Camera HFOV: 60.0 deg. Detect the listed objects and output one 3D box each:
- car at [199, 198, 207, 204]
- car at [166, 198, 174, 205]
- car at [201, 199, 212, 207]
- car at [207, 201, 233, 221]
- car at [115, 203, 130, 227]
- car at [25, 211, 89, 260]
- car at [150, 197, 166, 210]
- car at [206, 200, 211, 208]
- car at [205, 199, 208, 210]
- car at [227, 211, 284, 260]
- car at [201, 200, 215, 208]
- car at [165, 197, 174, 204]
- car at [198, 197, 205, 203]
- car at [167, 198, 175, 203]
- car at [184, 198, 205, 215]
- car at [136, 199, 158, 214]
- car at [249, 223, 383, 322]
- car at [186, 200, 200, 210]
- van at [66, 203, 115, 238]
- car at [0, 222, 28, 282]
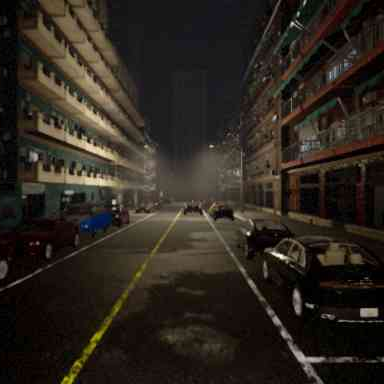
[{"bbox_3d":[2.700,2.241,84.552,1.887,1.381,4.507,-1,0,0],"label":"car"},{"bbox_3d":[-5.683,2.185,73.521,1.802,1.307,4.206,-1,0,0],"label":"car"},{"bbox_3d":[2.696,2.036,62.629,1.752,1.417,4.829,-1,0,0],"label":"car"},{"bbox_3d":[2.689,1.786,29.320,2.008,1.369,4.403,-1,0,0],"label":"car"},{"bbox_3d":[-5.694,1.631,23.813,1.967,1.590,4.097,-1,0,0],"label":"car"},{"bbox_3d":[-5.695,1.647,12.766,1.887,1.381,4.507,-1,0,0],"label":"car"},{"bbox_3d":[-5.690,1.733,51.430,2.192,1.841,5.009,-1,0,0],"label":"car"},{"bbox_3d":[2.690,1.808,35.014,1.752,1.417,4.829,-1,0,0],"label":"car"},{"bbox_3d":[2.694,1.962,51.413,1.887,1.381,4.507,-1,0,0],"label":"car"},{"bbox_3d":[2.686,1.653,12.750,2.008,1.369,4.403,-1,0,0],"label":"car"},{"bbox_3d":[2.695,2.014,56.936,2.008,1.369,4.403,-1,0,0],"label":"car"},{"bbox_3d":[-5.682,2.137,84.569,1.967,1.590,4.097,-1,0,0],"label":"car"},{"bbox_3d":[2.702,2.317,95.769,1.752,1.417,4.829,-1,0,0],"label":"car"},{"bbox_3d":[-5.680,2.288,90.092,1.887,1.381,4.507,-1,0,0],"label":"car"},{"bbox_3d":[0.105,1.665,38.753,2.097,1.767,4.553,0,0,0],"label":"car"},{"bbox_3d":[-5.690,1.893,40.382,1.947,1.339,4.313,-1,0,0],"label":"car"},{"bbox_3d":[2.685,1.609,7.227,2.008,1.369,4.403,-1,0,0],"label":"car"},{"bbox_3d":[0.115,1.971,50.111,1.994,1.385,4.181,0,0,0],"label":"car"},{"bbox_3d":[-5.696,1.488,18.290,1.690,1.788,3.998,-1,0,0],"label":"van"},{"bbox_3d":[-5.696,1.603,7.242,1.887,1.381,4.507,0,0,0],"label":"car"}]
